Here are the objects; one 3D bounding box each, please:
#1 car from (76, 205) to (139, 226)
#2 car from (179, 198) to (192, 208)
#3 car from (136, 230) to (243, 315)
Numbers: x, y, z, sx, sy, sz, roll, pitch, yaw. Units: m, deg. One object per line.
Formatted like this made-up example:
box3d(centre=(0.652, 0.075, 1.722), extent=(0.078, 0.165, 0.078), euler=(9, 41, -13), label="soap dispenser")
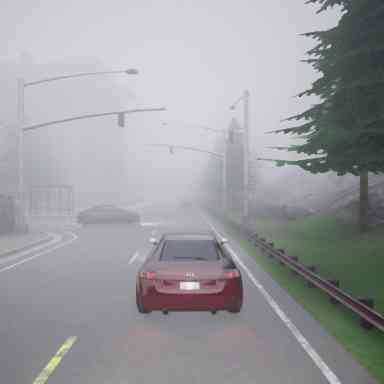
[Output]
box3d(centre=(-5.713, 1.554, 22.773), extent=(4.181, 1.385, 1.994), euler=(0, 0, -16), label="car")
box3d(centre=(-0.932, 1.545, 48.627), extent=(2.033, 1.411, 5.357), euler=(0, 0, -1), label="car")
box3d(centre=(-0.072, 1.563, 7.657), extent=(1.994, 1.385, 4.181), euler=(0, 0, -1), label="car")
